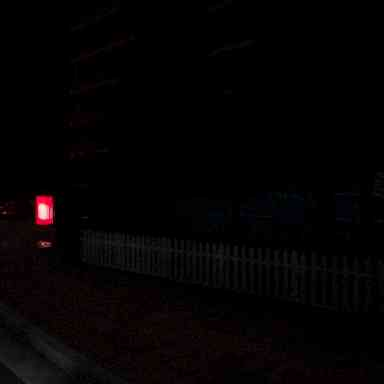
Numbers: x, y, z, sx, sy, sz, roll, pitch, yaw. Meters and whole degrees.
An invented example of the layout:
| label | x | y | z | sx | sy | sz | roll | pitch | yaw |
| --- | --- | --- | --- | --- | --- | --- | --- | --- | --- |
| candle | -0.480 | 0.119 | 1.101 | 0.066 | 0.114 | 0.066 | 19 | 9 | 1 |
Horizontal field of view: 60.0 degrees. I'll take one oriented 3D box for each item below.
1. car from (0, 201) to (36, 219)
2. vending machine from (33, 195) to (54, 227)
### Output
| label | x | y | z | sx | sy | sz | roll | pitch | yaw |
| --- | --- | --- | --- | --- | --- | --- | --- | --- | --- |
| car | -15.219 | 1.520 | 29.599 | 1.882 | 1.535 | 5.008 | 0 | 0 | 0 |
| vending machine | -9.932 | 1.228 | 22.318 | 1.100 | 2.100 | 0.880 | 0 | 0 | -12 |
